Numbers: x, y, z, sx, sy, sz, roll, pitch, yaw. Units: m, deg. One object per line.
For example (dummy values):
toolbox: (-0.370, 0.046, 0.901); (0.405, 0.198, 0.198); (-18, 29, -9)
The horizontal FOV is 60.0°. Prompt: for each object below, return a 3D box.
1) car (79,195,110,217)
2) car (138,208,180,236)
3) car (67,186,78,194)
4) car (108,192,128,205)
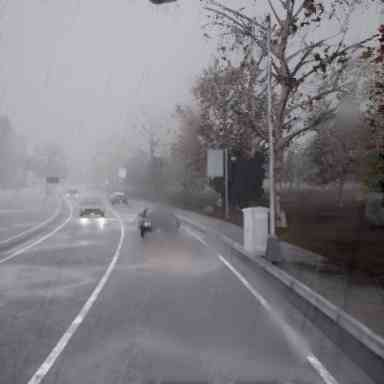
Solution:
car: (-8.022, 1.136, 26.757); (2.033, 1.411, 5.357); (1, 1, -17)
car: (-1.877, 1.471, 17.568); (1.895, 1.301, 4.718); (1, 1, -11)
car: (-23.283, -0.455, 64.694); (1.882, 1.535, 5.008); (1, 2, -23)
car: (-8.942, 0.726, 39.762); (1.837, 1.490, 4.892); (1, 2, -22)
